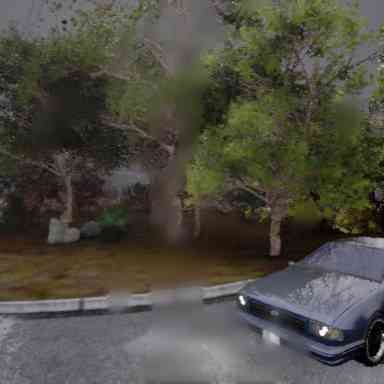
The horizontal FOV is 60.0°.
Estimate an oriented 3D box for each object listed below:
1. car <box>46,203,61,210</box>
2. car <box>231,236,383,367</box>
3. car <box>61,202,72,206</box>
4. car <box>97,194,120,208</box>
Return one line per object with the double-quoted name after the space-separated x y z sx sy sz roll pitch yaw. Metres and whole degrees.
-18.014 1.522 40.489 1.946 1.575 5.366 -1 0 -36 "car"
3.224 1.560 5.970 5.357 1.411 2.033 0 0 -35 "car"
-15.854 1.506 42.045 1.946 1.575 5.366 0 0 -36 "car"
-11.341 1.242 45.560 2.435 2.045 5.566 0 0 -36 "car"
